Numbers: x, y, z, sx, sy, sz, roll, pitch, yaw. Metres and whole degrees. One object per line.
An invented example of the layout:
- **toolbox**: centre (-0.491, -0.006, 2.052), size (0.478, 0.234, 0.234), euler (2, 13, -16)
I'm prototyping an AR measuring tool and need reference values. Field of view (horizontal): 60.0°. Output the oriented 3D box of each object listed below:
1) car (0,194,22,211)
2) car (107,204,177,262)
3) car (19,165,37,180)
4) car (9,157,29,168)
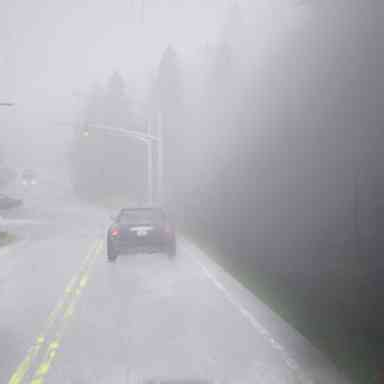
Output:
- **car**: centre (-15.449, 0.741, 24.806), size (4.718, 1.301, 1.895), euler (2, 3, 0)
- **car**: centre (-1.832, 1.197, 11.876), size (2.097, 1.767, 4.553), euler (-1, 1, -10)
- **car**: centre (-24.075, -2.733, 49.410), size (2.033, 1.411, 5.357), euler (-2, 10, -22)
- **car**: centre (-32.684, -5.360, 63.219), size (2.128, 1.511, 4.902), euler (-5, 12, -45)
